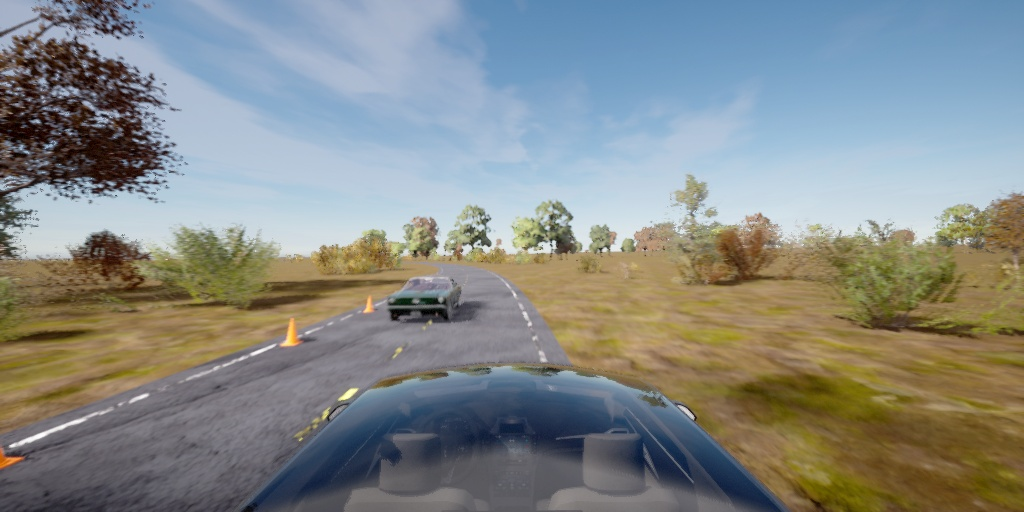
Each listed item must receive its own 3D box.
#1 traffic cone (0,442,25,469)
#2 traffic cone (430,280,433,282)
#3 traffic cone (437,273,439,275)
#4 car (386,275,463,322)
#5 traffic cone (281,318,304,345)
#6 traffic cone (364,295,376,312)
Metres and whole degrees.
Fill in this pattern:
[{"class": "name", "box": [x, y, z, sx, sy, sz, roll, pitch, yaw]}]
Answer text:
[{"class": "traffic cone", "box": [-5.069, 1.754, 3.441, 0.340, 0.580, 0.340, 0, 0, 0]}, {"class": "traffic cone", "box": [-6.309, 1.772, 28.146, 0.340, 0.580, 0.340, 0, 0, -6]}, {"class": "traffic cone", "box": [-6.836, 1.778, 33.067, 0.340, 0.580, 0.340, 0, 0, -7]}, {"class": "car", "box": [-2.898, 1.381, 12.722, 1.895, 1.301, 4.718, -1, 0, -2]}, {"class": "traffic cone", "box": [-5.130, 1.756, 8.390, 0.340, 0.580, 0.340, 0, 0, -1]}, {"class": "traffic cone", "box": [-5.285, 1.759, 13.336, 0.340, 0.580, 0.340, 0, 0, -2]}]
